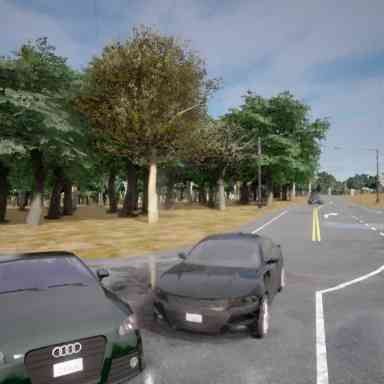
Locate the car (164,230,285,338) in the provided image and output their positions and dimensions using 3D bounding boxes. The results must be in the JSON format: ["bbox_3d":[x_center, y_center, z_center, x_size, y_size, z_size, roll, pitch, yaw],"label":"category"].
[{"bbox_3d":[0.890,1.655,7.237,1.882,1.535,5.008,-1,-2,20],"label":"car"}]

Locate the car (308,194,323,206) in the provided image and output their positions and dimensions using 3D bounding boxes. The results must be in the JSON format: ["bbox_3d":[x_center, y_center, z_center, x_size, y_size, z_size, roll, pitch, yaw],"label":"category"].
[{"bbox_3d":[22.967,1.426,61.879,2.150,2.045,5.566,-1,0,28],"label":"car"}]

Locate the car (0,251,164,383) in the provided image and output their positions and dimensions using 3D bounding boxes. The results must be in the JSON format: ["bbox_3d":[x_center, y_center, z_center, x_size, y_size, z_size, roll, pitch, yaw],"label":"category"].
[{"bbox_3d":[-2.331,1.644,5.032,1.994,1.385,4.181,1,-2,-33],"label":"car"}]
